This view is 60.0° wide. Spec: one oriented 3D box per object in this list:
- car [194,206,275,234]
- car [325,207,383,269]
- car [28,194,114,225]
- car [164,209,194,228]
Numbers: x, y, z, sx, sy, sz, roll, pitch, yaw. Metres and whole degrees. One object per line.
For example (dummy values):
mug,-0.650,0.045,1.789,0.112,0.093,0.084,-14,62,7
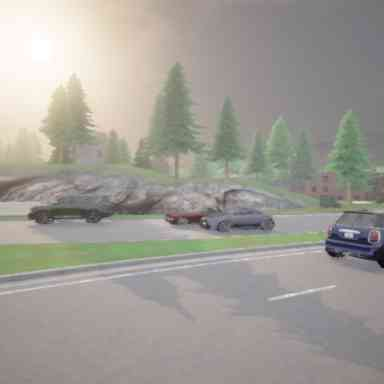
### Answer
car,2.568,1.538,18.846,4.181,1.385,1.994,0,0,-20
car,6.684,1.334,11.064,4.553,1.767,2.097,0,0,-26
car,-8.362,1.197,23.355,5.566,2.045,2.150,0,0,-8
car,0.590,1.573,21.834,4.718,1.301,1.895,0,0,-19
